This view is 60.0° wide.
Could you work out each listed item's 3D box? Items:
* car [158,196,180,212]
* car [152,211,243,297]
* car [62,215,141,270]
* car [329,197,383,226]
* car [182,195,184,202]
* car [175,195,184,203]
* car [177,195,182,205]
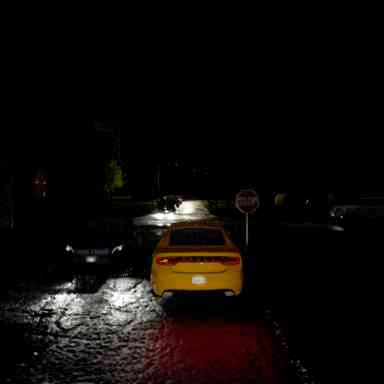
[{"bbox_3d":[-2.809,1.491,38.142,2.128,1.511,4.902,0,0,1],"label":"car"},{"bbox_3d":[0.078,1.479,8.625,1.882,1.535,5.008,0,0,-1],"label":"car"},{"bbox_3d":[-2.784,1.527,11.178,1.812,1.442,4.674,0,0,-3],"label":"car"},{"bbox_3d":[13.138,1.379,24.608,5.566,2.045,2.150,1,-1,-2],"label":"car"},{"bbox_3d":[-2.715,1.522,58.309,1.812,1.442,4.674,0,0,0],"label":"car"},{"bbox_3d":[-2.645,1.401,71.108,1.882,1.535,5.008,0,0,0],"label":"car"},{"bbox_3d":[-2.760,1.524,48.034,1.812,1.442,4.674,0,0,0],"label":"car"}]
